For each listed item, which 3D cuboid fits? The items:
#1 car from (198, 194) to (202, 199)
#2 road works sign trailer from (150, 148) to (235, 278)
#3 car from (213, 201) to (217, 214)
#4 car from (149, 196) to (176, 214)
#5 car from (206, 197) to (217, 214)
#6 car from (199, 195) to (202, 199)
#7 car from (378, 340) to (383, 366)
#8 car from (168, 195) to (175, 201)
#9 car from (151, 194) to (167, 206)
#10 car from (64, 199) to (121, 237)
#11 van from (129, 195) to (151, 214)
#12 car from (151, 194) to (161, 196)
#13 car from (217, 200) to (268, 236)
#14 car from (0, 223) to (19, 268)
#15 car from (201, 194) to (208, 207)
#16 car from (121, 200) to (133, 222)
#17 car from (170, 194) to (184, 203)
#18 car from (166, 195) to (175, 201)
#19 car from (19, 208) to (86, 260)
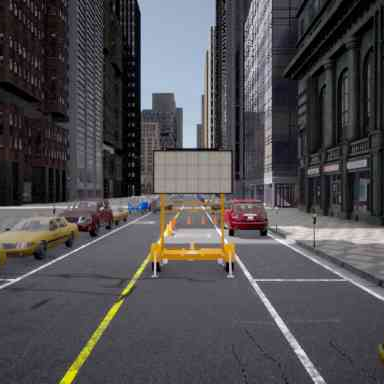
[{"bbox_3d":[2.942,1.591,80.294,1.887,1.381,4.507,0,0,0],"label":"car"},{"bbox_3d":[0.023,0.464,10.163,2.380,3.560,2.880,0,0,0],"label":"road works sign trailer"},{"bbox_3d":[2.814,1.554,23.889,2.008,1.369,4.403,0,0,0],"label":"car"},{"bbox_3d":[-3.020,1.513,35.106,1.837,1.490,4.892,0,0,0],"label":"car"},{"bbox_3d":[2.840,1.559,35.170,2.008,1.369,4.403,0,0,0],"label":"car"},{"bbox_3d":[2.904,1.597,63.372,1.947,1.339,4.313,0,0,0],"label":"car"},{"bbox_3d":[2.763,1.525,1.497,1.752,1.417,4.829,0,0,0],"label":"car"},{"bbox_3d":[-5.557,1.581,91.420,1.752,1.417,4.829,0,0,0],"label":"car"},{"bbox_3d":[-5.635,1.341,57.746,2.192,1.841,5.009,0,0,0],"label":"car"},{"bbox_3d":[-5.724,1.316,18.261,2.192,1.841,5.009,0,0,0],"label":"car"},{"bbox_3d":[-5.686,1.349,35.183,1.690,1.788,3.998,0,0,0],"label":"van"},{"bbox_3d":[-5.661,1.331,46.464,2.192,1.841,5.009,0,0,0],"label":"car"},{"bbox_3d":[2.801,1.316,18.249,2.192,1.841,5.009,0,0,0],"label":"car"},{"bbox_3d":[-5.750,1.525,6.809,1.752,1.417,4.829,0,0,0],"label":"car"},{"bbox_3d":[2.878,1.461,52.091,1.967,1.590,4.097,0,0,0],"label":"car"},{"bbox_3d":[-5.711,1.528,23.731,1.752,1.417,4.829,0,0,0],"label":"car"},{"bbox_3d":[-2.854,1.632,63.887,1.895,1.301,4.718,0,0,0],"label":"car"},{"bbox_3d":[-5.570,1.602,85.949,2.008,1.369,4.403,0,0,0],"label":"car"},{"bbox_3d":[-5.737,1.525,12.450,1.752,1.417,4.829,0,0,0],"label":"car"}]
